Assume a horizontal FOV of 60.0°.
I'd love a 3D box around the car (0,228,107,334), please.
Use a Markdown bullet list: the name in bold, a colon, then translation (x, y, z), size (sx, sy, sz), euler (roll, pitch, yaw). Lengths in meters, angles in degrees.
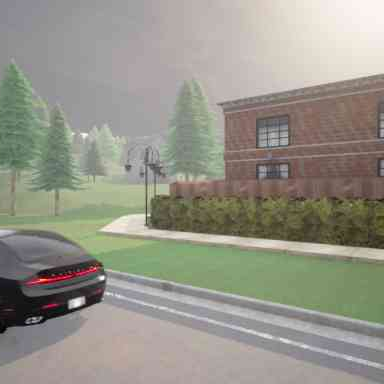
- **car**: translation (-3.794, 1.505, 6.698), size (4.892, 1.490, 1.837), euler (0, 0, 36)
